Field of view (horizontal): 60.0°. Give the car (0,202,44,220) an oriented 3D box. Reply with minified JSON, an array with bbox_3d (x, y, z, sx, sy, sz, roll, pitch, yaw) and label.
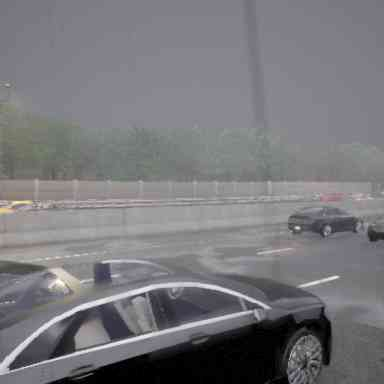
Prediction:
[{"bbox_3d":[-14.860,1.553,27.777,4.181,1.385,1.994,0,0,-35],"label":"car"}]

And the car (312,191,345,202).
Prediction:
[{"bbox_3d":[20.408,0.927,48.349,5.566,2.045,2.150,-1,1,-35],"label":"car"}]

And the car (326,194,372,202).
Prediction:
[{"bbox_3d":[18.031,1.319,38.156,4.902,1.511,2.128,-1,1,-35],"label":"car"}]

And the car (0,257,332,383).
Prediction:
[{"bbox_3d":[-0.479,1.488,3.525,4.902,1.511,2.128,0,0,-35],"label":"car"}]

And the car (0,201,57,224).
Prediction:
[{"bbox_3d":[-12.935,1.468,24.853,5.008,1.535,1.882,0,0,-35],"label":"car"}]

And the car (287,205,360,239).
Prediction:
[{"bbox_3d":[7.037,1.467,17.327,4.892,1.490,1.837,0,0,-35],"label":"car"}]

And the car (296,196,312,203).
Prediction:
[{"bbox_3d":[18.490,1.251,51.268,5.357,1.411,2.033,-1,1,-34],"label":"car"}]

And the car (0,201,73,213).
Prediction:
[{"bbox_3d":[-10.450,1.480,22.324,4.902,1.511,2.128,0,0,-35],"label":"car"}]

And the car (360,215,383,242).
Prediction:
[{"bbox_3d":[9.731,1.524,14.946,4.181,1.385,1.994,0,0,-35],"label":"car"}]

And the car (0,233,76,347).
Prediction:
[{"bbox_3d":[-4.191,1.565,5.053,4.181,1.385,1.994,0,0,-35],"label":"car"}]

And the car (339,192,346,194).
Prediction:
[{"bbox_3d":[22.800,1.175,45.755,5.008,1.535,1.882,-1,1,-35],"label":"car"}]
